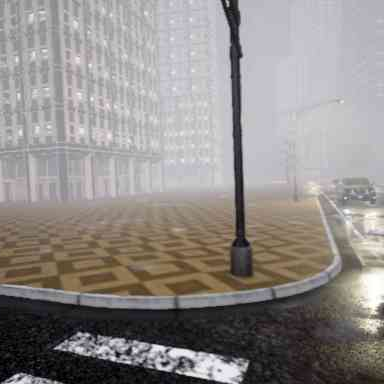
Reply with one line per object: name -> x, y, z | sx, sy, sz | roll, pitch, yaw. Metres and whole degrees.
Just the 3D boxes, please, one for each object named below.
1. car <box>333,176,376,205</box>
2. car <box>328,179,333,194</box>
car -> 12.363, -0.169, 25.292 | 2.150, 2.045, 5.566 | -1, 3, 19
car -> 16.748, -0.737, 37.993 | 2.097, 1.767, 4.553 | -1, 2, 19
